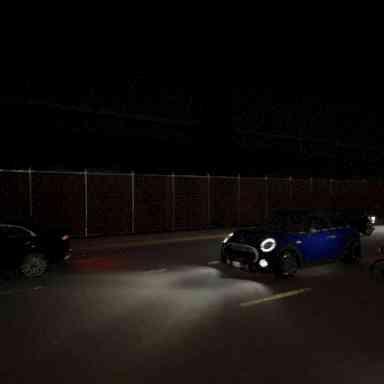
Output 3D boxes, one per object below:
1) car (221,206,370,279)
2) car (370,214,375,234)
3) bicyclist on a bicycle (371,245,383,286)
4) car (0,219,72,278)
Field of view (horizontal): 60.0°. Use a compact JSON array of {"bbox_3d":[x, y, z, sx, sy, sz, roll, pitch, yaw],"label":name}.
[{"bbox_3d":[3.082,1.352,10.159,4.553,1.767,2.097,0,0,-33],"label":"car"},{"bbox_3d":[7.491,1.506,17.197,4.892,1.490,1.837,1,0,-33],"label":"car"},{"bbox_3d":[4.832,1.455,7.502,0.582,1.620,1.656,0,-2,-33],"label":"bicyclist on a bicycle"},{"bbox_3d":[-5.770,1.491,8.737,4.902,1.511,2.128,0,0,-30],"label":"car"}]
